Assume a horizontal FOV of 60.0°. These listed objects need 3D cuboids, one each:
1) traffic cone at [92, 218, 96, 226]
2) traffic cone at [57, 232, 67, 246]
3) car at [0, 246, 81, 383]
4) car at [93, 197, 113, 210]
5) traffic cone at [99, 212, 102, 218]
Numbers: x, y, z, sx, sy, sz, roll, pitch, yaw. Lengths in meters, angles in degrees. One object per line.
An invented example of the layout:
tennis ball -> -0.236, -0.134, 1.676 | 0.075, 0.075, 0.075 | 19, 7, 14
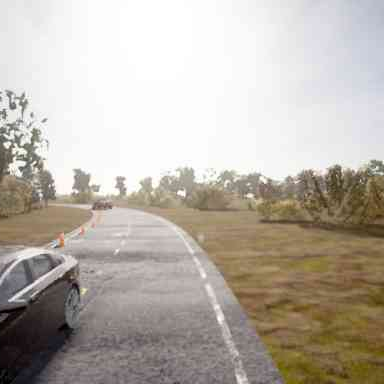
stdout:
traffic cone -> -7.380, 2.249, 24.917 | 0.340, 0.580, 0.340 | 0, -1, -10
traffic cone -> -5.935, 2.135, 15.206 | 0.340, 0.580, 0.340 | 0, -1, -7
car -> -2.862, 1.544, 4.203 | 2.128, 1.511, 4.902 | 0, -1, -2
car -> -15.266, 1.931, 56.611 | 2.150, 2.045, 5.566 | 0, -1, -31
traffic cone -> -8.345, 2.308, 29.731 | 0.340, 0.580, 0.340 | 0, -1, -12
